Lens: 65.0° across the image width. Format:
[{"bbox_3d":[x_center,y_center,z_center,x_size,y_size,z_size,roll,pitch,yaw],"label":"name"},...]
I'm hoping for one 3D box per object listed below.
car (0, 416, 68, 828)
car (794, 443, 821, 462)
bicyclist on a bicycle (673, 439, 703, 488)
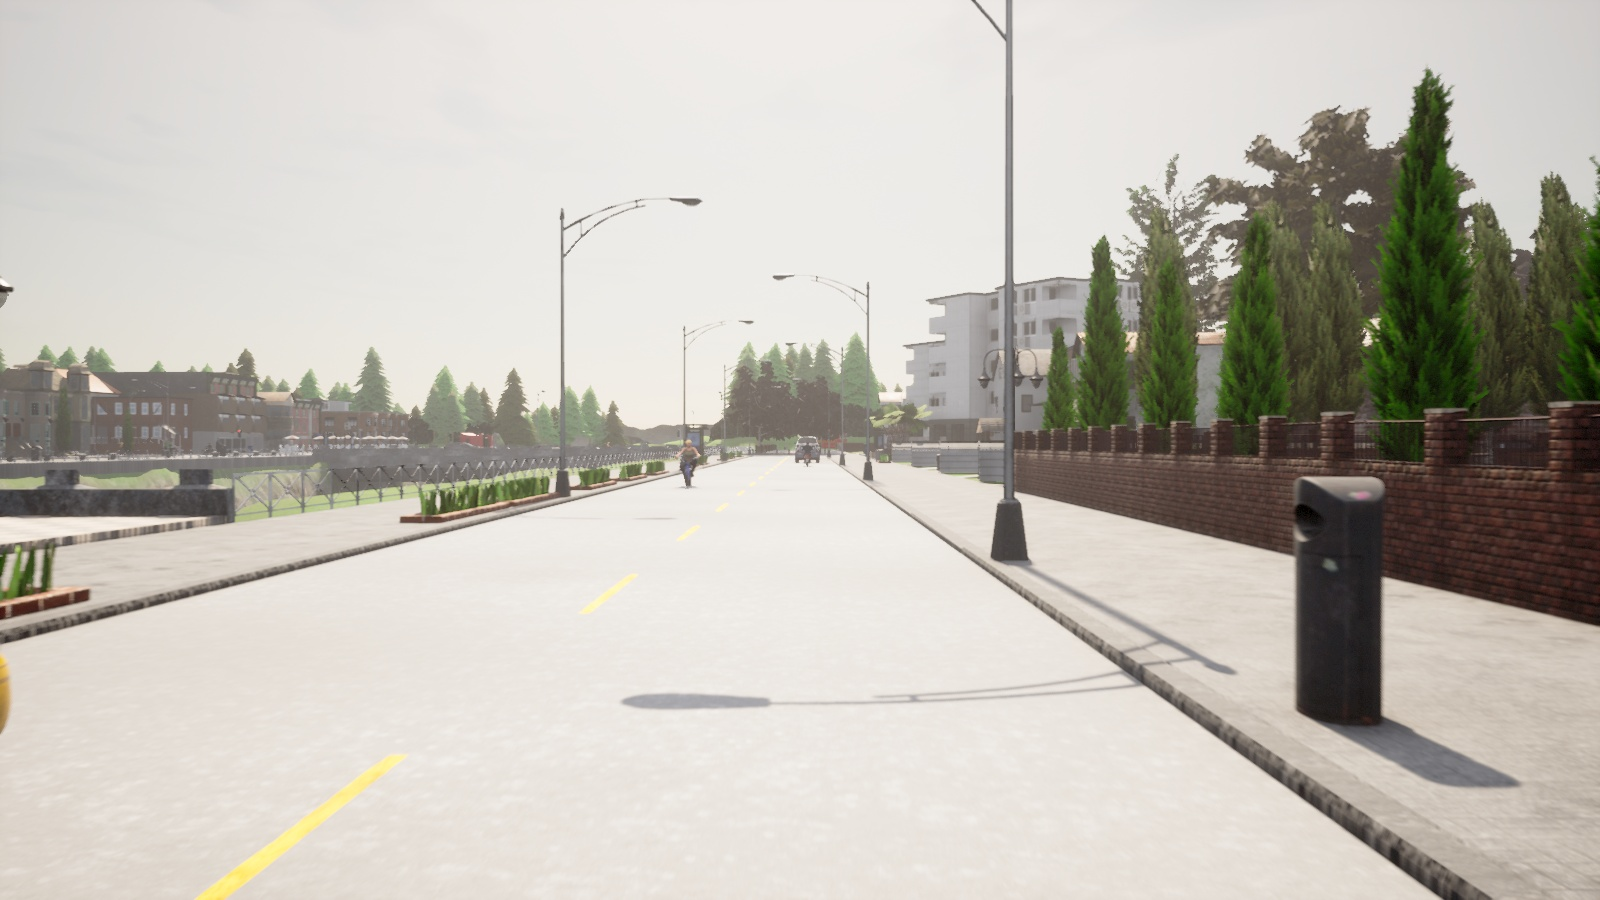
[{"bbox_3d":[-3.970,0.668,2.556,1.801,1.575,5.366,0,0,0],"label":"car"},{"bbox_3d":[0.566,0.173,95.689,1.970,1.475,3.806,0,0,0],"label":"car"},{"bbox_3d":[-3.743,0.443,41.960,0.866,1.612,1.509,0,0,0],"label":"bicyclist on a bicycle"}]
